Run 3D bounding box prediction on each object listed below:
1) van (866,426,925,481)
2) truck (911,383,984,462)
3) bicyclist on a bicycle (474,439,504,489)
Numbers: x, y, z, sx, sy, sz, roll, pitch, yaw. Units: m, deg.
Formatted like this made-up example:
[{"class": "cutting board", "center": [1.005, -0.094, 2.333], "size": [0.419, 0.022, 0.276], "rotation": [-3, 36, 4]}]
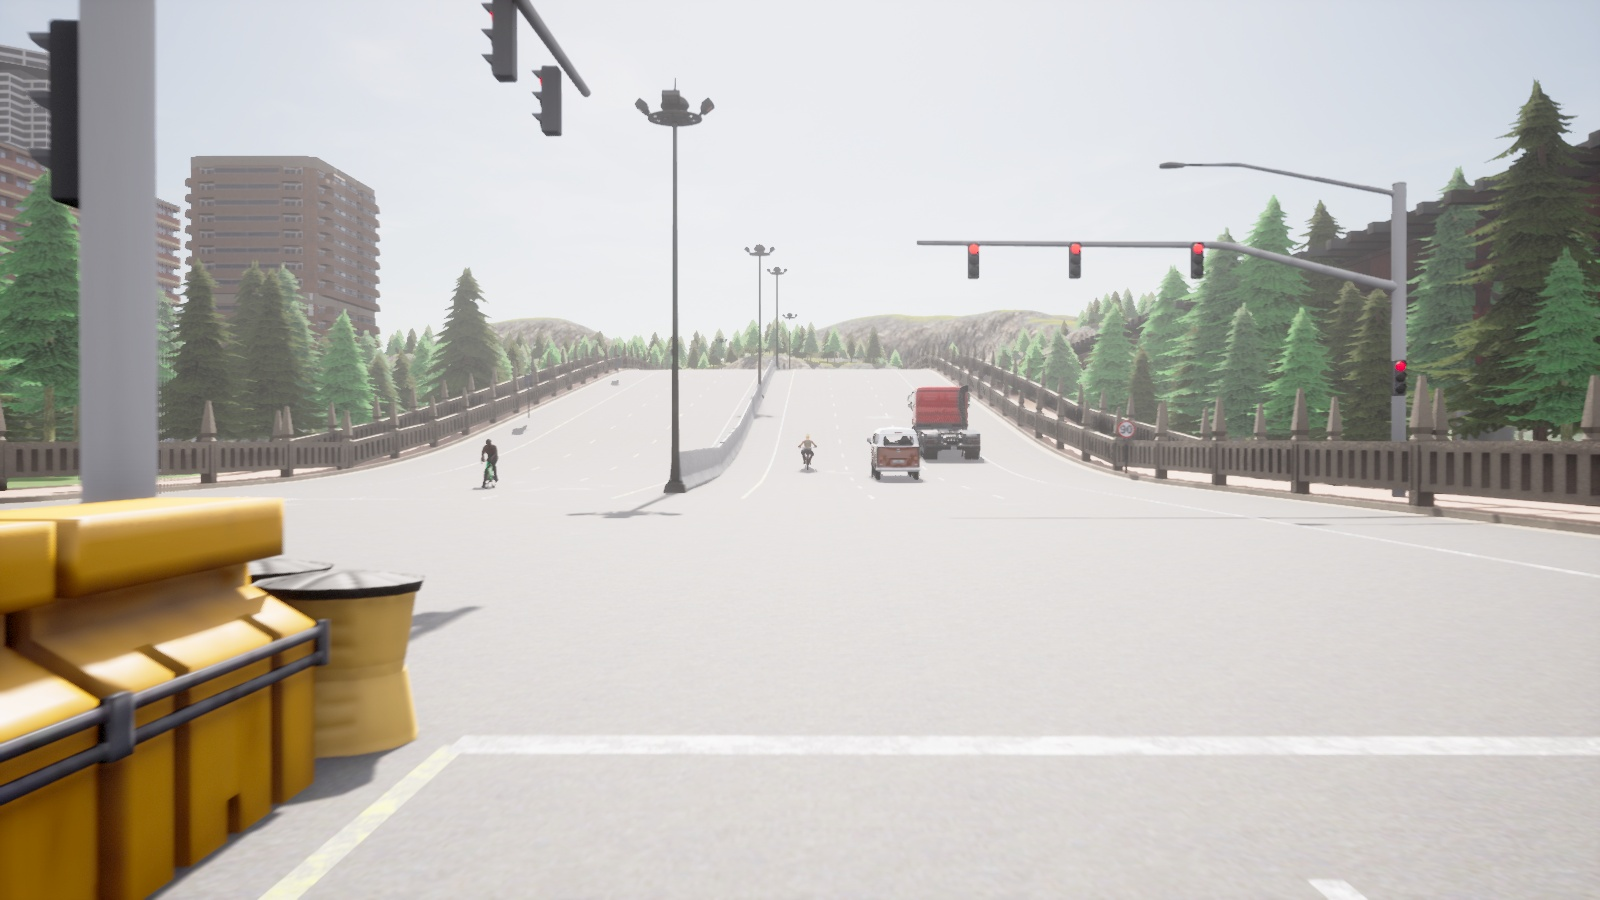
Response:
[{"class": "van", "center": [3.802, 0.088, 50.555], "size": [2.069, 2.038, 4.480], "rotation": [0, 2, 0]}, {"class": "truck", "center": [7.435, -1.519, 64.364], "size": [2.891, 3.462, 7.936], "rotation": [0, 5, 1]}, {"class": "bicyclist on a bicycle", "center": [-10.251, 0.450, 41.419], "size": [0.582, 1.620, 1.656], "rotation": [0, 1, 0]}]
